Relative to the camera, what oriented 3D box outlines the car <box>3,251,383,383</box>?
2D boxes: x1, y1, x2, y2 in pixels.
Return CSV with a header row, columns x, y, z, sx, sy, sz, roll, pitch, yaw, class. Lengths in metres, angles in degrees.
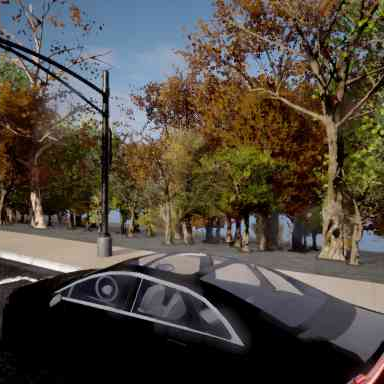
x,y,z,sx,sy,sz,roll,pitch,yaw,class
-0.382,1.491,3.963,4.902,1.511,2.128,0,0,36,car
